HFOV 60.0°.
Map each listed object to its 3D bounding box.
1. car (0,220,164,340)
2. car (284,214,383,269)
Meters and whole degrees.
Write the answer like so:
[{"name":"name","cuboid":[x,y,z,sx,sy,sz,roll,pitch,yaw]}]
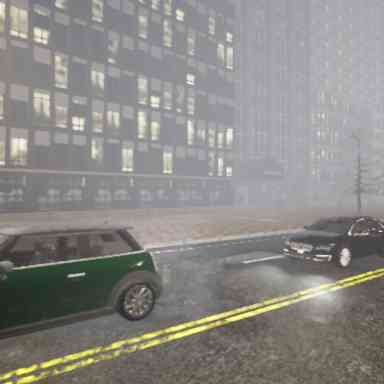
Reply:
[{"name":"car","cuboid":[-2.827,1.363,5.697,4.553,1.767,2.097,0,0,-36]},{"name":"car","cuboid":[5.234,1.578,11.592,4.892,1.490,1.837,0,0,-37]}]
